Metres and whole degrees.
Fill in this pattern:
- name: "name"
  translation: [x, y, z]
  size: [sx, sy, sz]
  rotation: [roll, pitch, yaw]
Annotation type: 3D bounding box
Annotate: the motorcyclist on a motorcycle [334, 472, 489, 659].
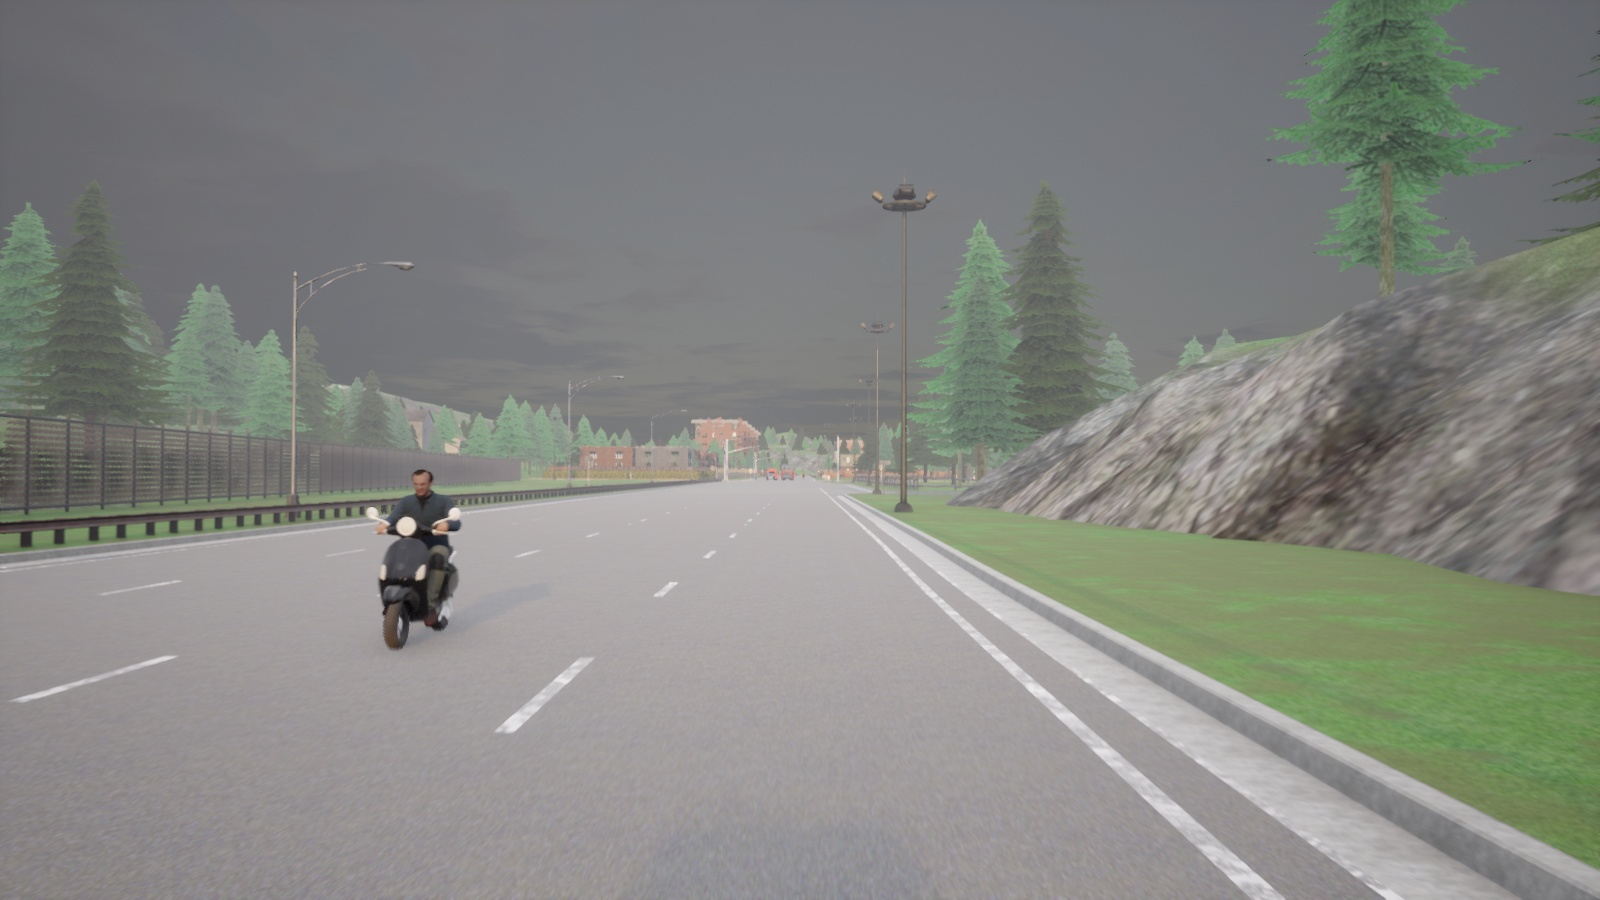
- name: "motorcyclist on a motorcycle"
  translation: [-3.528, 0.995, 11.588]
  size: [0.866, 1.590, 1.817]
  rotation: [0, -1, 0]
